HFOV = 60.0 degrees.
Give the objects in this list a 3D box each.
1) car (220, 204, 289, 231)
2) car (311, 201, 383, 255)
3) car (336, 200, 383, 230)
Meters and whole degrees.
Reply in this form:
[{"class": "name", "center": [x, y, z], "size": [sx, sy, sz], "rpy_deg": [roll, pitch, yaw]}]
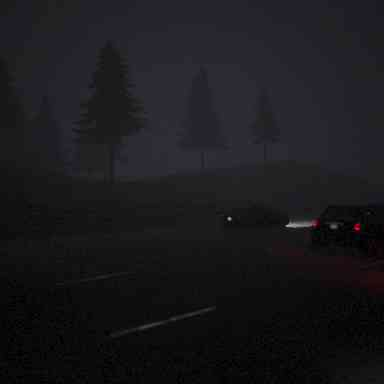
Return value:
[{"class": "car", "center": [3.666, 1.397, 19.234], "size": [4.181, 1.385, 1.994], "rpy_deg": [-1, 0, -35]}, {"class": "car", "center": [6.647, 1.203, 12.765], "size": [4.553, 1.767, 2.097], "rpy_deg": [-1, 1, -35]}, {"class": "car", "center": [10.888, 1.284, 20.086], "size": [4.674, 1.442, 1.812], "rpy_deg": [-1, 1, -35]}]
